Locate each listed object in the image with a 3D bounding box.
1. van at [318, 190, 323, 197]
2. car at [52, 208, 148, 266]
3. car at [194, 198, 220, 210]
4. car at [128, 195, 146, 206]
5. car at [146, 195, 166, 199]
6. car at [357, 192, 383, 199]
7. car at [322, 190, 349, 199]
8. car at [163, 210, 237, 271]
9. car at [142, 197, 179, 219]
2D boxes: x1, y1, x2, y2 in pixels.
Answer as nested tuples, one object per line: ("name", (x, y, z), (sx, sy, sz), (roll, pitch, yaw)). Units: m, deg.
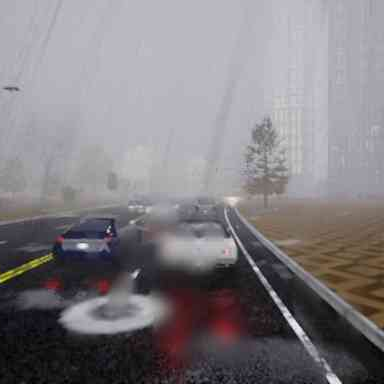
("van", (29.371, 0.362, 71.333), (3.998, 1.788, 1.690), (0, 1, 13))
("car", (-2.928, 1.435, 11.120), (1.994, 1.385, 4.181), (0, 0, 2))
("car", (1.218, 1.200, 26.715), (2.128, 1.511, 4.902), (0, 1, 5))
("car", (-6.946, 1.047, 44.467), (2.033, 1.411, 5.357), (0, 1, 7))
("car", (-3.984, 1.098, 41.768), (1.994, 1.385, 4.181), (0, 1, 7))
("car", (33.000, 0.687, 61.727), (4.313, 1.339, 1.947), (0, 1, 13))
("car", (27.440, 0.586, 62.932), (4.097, 1.590, 1.967), (0, 1, 13))
("car", (0.294, 1.485, 10.515), (1.895, 1.301, 4.718), (0, 1, 2))
("car", (-2.149, 1.318, 25.477), (1.895, 1.301, 4.718), (0, 1, 5))
